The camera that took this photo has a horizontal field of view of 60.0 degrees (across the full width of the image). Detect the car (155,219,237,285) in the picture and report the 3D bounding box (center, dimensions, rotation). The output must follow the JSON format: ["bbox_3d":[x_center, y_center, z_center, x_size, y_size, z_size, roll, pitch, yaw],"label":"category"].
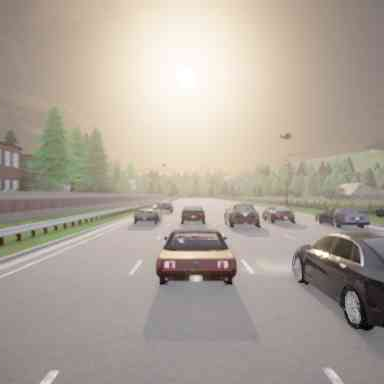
[{"bbox_3d":[0.099,1.696,9.756,1.895,1.301,4.718,0,-1,0],"label":"car"}]

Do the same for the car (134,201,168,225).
[{"bbox_3d":[-3.443,1.751,26.682,2.128,1.511,4.902,0,0,0],"label":"car"}]

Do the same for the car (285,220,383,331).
[{"bbox_3d":[3.600,1.573,6.980,1.837,1.490,4.892,0,-1,0],"label":"car"}]

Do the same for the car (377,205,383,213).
[{"bbox_3d":[19.422,1.514,31.195,3.866,1.878,1.905,0,-1,0],"label":"car"}]

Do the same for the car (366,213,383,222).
[{"bbox_3d":[7.101,1.566,9.126,1.882,1.535,5.008,0,-1,0],"label":"car"}]

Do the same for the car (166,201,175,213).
[{"bbox_3d":[-3.426,1.934,44.313,1.837,1.490,4.892,0,-1,0],"label":"car"}]

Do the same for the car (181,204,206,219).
[{"bbox_3d":[0.102,1.746,27.703,1.882,1.535,5.008,0,-1,0],"label":"car"}]

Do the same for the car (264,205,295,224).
[{"bbox_3d":[7.100,1.791,27.441,1.812,1.442,4.674,0,-1,0],"label":"car"}]

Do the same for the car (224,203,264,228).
[{"bbox_3d":[3.600,1.590,24.586,2.097,1.767,4.553,0,-1,0],"label":"car"}]

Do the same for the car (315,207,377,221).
[{"bbox_3d":[10.600,1.778,23.818,2.033,1.411,5.357,0,-1,0],"label":"car"}]
